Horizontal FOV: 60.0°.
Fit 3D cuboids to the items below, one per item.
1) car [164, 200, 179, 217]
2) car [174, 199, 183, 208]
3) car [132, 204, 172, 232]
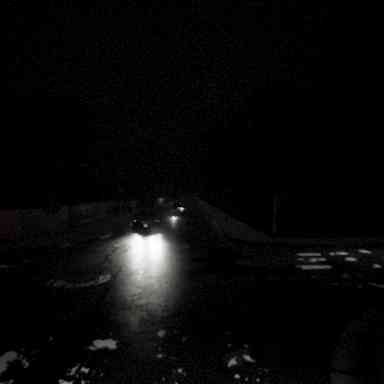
[{"bbox_3d":[-2.728,2.003,37.915,1.812,1.442,4.674,0,-1,0],"label":"car"},{"bbox_3d":[-2.715,2.066,62.406,2.097,1.767,4.553,0,-1,0],"label":"car"},{"bbox_3d":[-2.751,1.782,22.401,2.128,1.511,4.902,0,-1,1],"label":"car"}]
